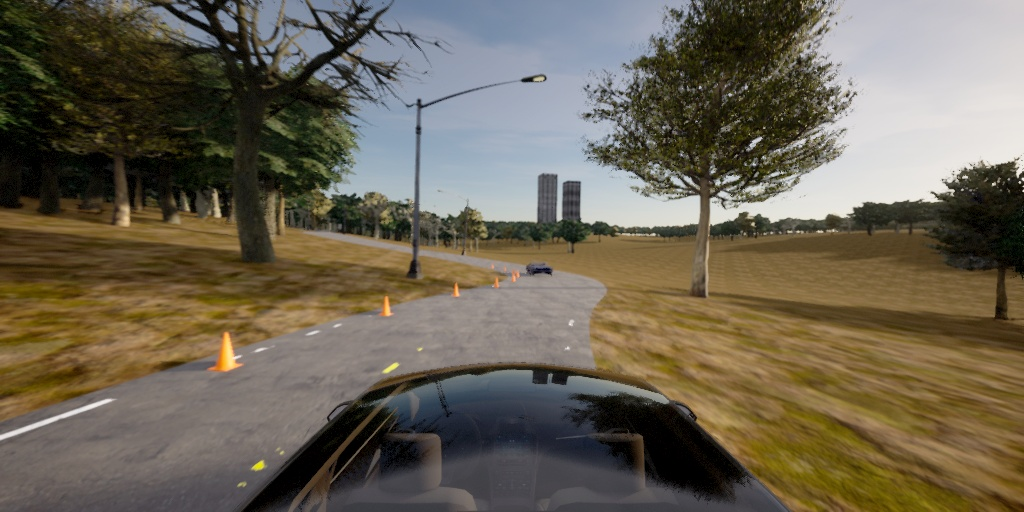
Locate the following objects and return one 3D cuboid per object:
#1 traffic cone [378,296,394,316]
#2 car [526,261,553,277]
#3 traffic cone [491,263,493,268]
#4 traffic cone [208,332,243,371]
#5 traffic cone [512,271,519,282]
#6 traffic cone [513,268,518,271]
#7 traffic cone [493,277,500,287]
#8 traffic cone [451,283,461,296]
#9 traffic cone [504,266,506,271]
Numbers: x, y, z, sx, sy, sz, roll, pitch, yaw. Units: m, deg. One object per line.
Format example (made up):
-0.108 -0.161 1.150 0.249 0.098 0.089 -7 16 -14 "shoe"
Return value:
-3.946 1.537 11.224 0.340 0.580 0.340 0 0 12 "traffic cone"
2.493 1.148 32.955 1.895 1.301 4.718 1 0 -5 "car"
-2.379 1.168 43.496 0.340 0.580 0.340 0 0 -24 "traffic cone"
-4.798 1.573 6.011 0.340 0.580 0.340 0 0 6 "traffic cone"
0.098 1.509 25.475 0.340 0.580 0.340 0 0 9 "traffic cone"
0.461 1.490 30.071 0.340 0.580 0.340 0 0 0 "traffic cone"
-0.920 1.513 20.980 0.340 0.580 0.340 0 0 17 "traffic cone"
-2.557 1.514 16.320 0.340 0.580 0.340 0 0 18 "traffic cone"
-0.791 1.365 39.177 0.340 0.580 0.340 0 0 -16 "traffic cone"
